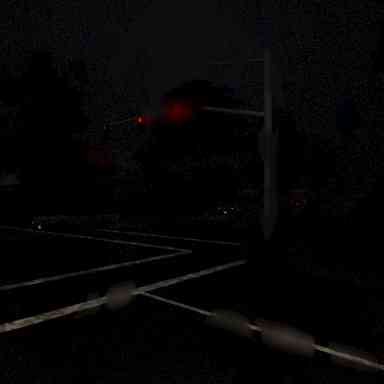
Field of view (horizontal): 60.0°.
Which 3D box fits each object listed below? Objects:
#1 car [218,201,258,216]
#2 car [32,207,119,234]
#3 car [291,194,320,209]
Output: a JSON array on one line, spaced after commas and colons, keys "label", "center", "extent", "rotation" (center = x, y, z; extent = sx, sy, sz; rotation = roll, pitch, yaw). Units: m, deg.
[{"label": "car", "center": [4.546, 1.601, 32.608], "extent": [1.895, 1.301, 4.718], "rotation": [0, 0, 41]}, {"label": "car", "center": [-6.765, 1.601, 19.621], "extent": [1.895, 1.301, 4.718], "rotation": [0, 0, 41]}, {"label": "car", "center": [15.439, 1.224, 45.116], "extent": [2.150, 2.045, 5.566], "rotation": [0, 0, 41]}]
